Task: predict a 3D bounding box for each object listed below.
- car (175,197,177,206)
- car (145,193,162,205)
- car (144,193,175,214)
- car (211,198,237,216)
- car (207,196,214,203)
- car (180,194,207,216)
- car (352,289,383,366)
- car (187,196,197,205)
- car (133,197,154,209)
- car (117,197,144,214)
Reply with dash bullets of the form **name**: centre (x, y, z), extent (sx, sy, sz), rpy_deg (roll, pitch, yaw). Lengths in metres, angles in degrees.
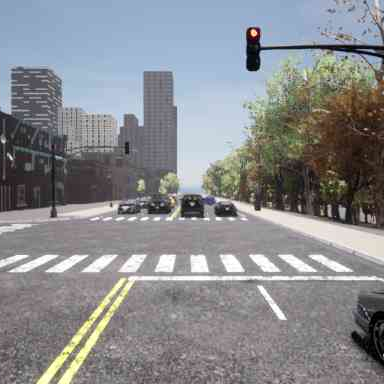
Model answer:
- **car**: centre (-3.426, 1.462, 45.991), extent (1.882, 1.535, 5.008), rpy_deg (0, 0, 0)
- **car**: centre (-6.687, 1.198, 58.274), extent (2.150, 2.045, 5.566), rpy_deg (0, 0, 1)
- **car**: centre (-3.422, 1.210, 35.909), extent (2.150, 2.045, 5.566), rpy_deg (0, 0, 1)
- **car**: centre (3.284, 1.554, 33.070), extent (1.994, 1.385, 4.181), rpy_deg (0, 0, 0)
- **car**: centre (3.231, 1.455, 60.416), extent (1.882, 1.535, 5.008), rpy_deg (0, 0, 0)
- **car**: centre (0.036, 1.212, 32.203), extent (2.150, 2.045, 5.566), rpy_deg (0, 0, 0)
- **car**: centre (3.345, 1.547, 2.571), extent (2.033, 1.411, 5.357), rpy_deg (0, 0, 0)
- **car**: centre (-0.019, 1.503, 59.919), extent (1.812, 1.442, 4.674), rpy_deg (0, 0, 0)
- **car**: centre (-6.675, 1.476, 45.983), extent (2.128, 1.511, 4.902), rpy_deg (0, 0, 0)
- **car**: centre (-6.661, 1.480, 35.582), extent (2.128, 1.511, 4.902), rpy_deg (0, 0, 0)
